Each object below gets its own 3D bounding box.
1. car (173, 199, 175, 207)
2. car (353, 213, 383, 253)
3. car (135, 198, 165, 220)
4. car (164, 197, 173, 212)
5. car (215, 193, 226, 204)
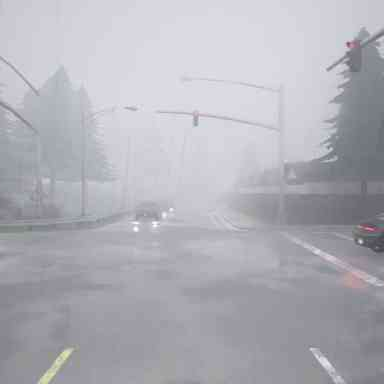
[{"bbox_3d":[-3.528,1.504,48.312,1.837,1.490,4.892,0,0,2],"label":"car"},{"bbox_3d":[7.766,1.313,10.577,4.892,1.490,1.837,0,0,-1],"label":"car"},{"bbox_3d":[-3.611,1.505,28.043,1.837,1.490,4.892,0,0,0],"label":"car"},{"bbox_3d":[-3.609,1.564,37.957,1.994,1.385,4.181,0,0,0],"label":"car"},{"bbox_3d":[6.882,1.206,60.868,5.566,2.045,2.150,0,0,-22],"label":"car"}]
